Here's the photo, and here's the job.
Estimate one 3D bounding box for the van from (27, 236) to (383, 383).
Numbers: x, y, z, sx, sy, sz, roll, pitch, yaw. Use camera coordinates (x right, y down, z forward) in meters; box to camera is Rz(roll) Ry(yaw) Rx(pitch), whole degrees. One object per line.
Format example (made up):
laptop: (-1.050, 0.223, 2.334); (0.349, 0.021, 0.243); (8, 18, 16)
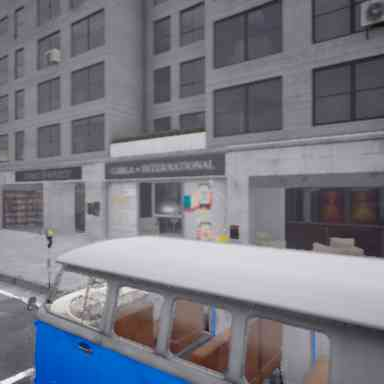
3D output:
van: (0.382, 1.344, 2.575); (3.998, 1.788, 1.690); (0, 0, 35)
